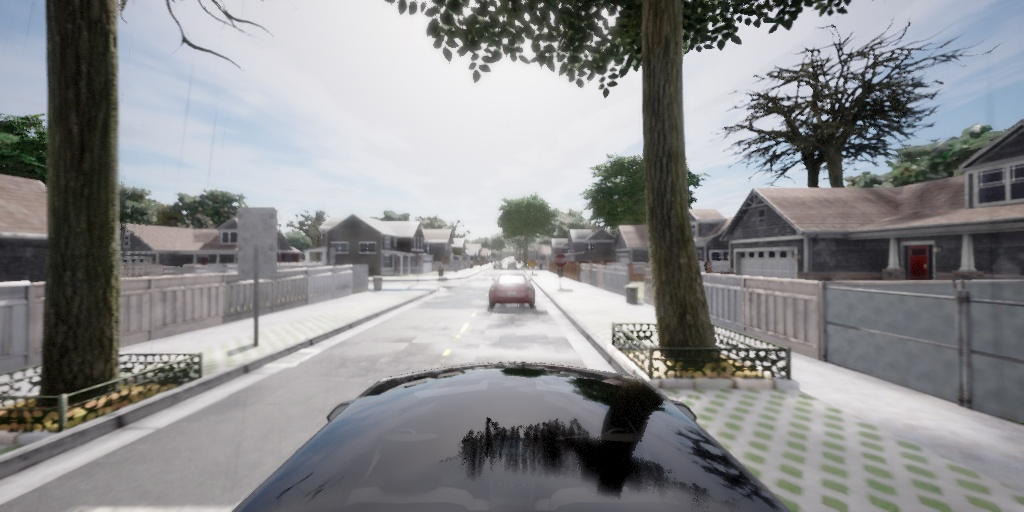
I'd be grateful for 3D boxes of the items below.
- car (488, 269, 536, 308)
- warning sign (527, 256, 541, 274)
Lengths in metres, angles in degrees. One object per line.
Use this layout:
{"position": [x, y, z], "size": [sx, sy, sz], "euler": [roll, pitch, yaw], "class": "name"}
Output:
{"position": [0.007, 1.449, 16.156], "size": [1.994, 1.385, 4.181], "euler": [0, 0, 0], "class": "car"}
{"position": [2.525, 1.245, 43.974], "size": [1.300, 1.860, 1.060], "euler": [0, 0, 0], "class": "warning sign"}
